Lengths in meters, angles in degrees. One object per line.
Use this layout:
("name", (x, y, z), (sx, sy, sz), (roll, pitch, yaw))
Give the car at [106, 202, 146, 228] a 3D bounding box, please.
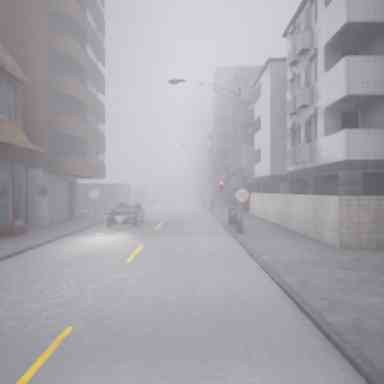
("car", (-4.163, 1.388, 21.548), (2.128, 1.511, 4.902), (0, 0, 0))
